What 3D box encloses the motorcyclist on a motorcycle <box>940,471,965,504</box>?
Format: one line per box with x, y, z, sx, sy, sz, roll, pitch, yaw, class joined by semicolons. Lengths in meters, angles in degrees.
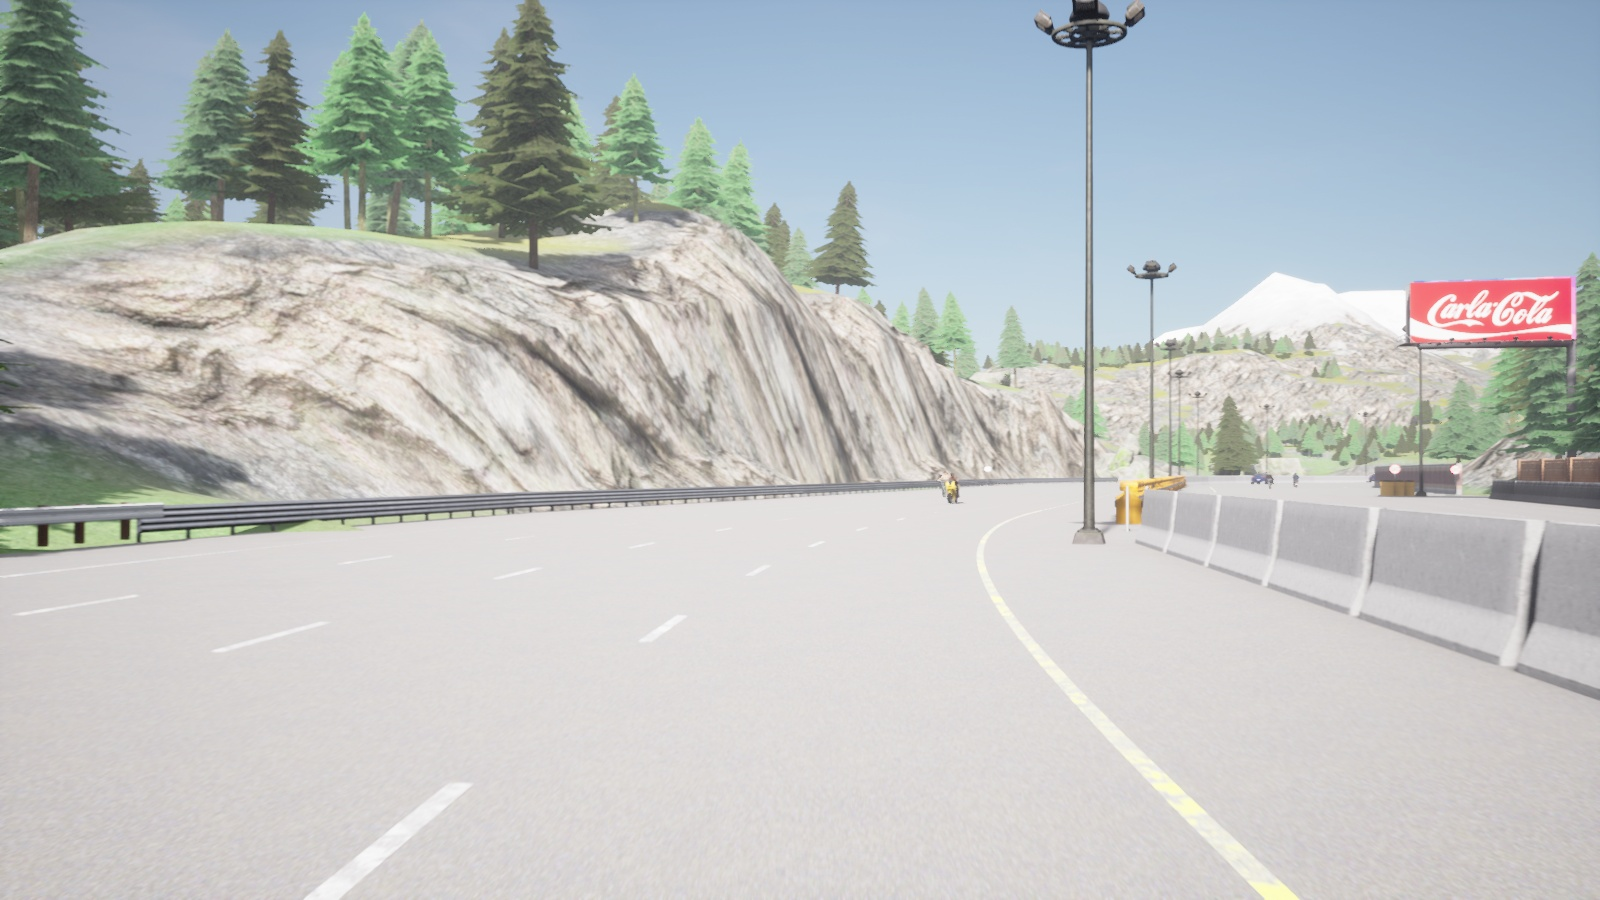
7.321;1.779;60.300;0.797;1.523;2.044;-1;-1;18;motorcyclist on a motorcycle
